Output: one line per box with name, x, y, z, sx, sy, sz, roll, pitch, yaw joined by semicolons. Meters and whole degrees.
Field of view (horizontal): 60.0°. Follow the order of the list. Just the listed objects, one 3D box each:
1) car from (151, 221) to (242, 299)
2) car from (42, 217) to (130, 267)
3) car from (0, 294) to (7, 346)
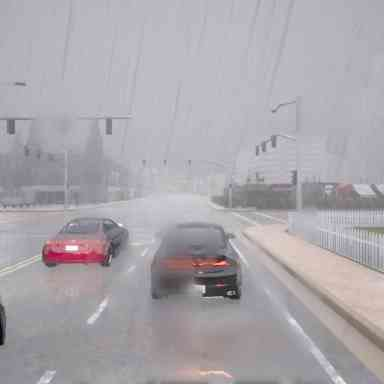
car;0.087;1.505;8.413;1.837;1.490;4.892;0;0;0
car;-3.418;1.564;11.451;1.994;1.385;4.181;0;0;0
car;-3.408;1.492;2.543;2.128;1.511;4.902;0;0;0
